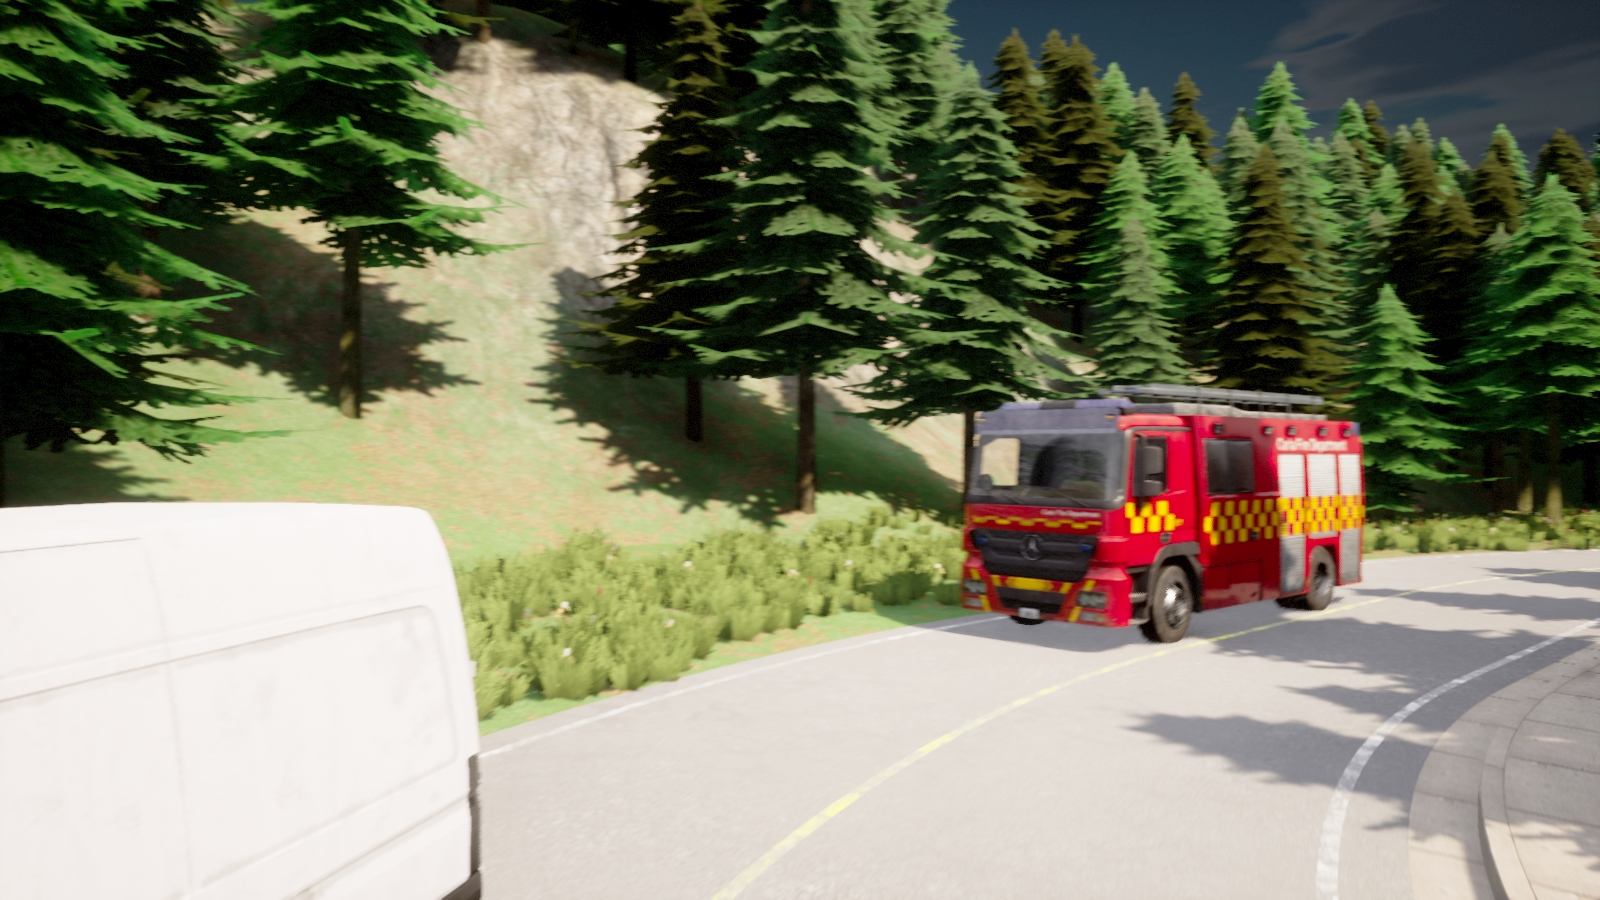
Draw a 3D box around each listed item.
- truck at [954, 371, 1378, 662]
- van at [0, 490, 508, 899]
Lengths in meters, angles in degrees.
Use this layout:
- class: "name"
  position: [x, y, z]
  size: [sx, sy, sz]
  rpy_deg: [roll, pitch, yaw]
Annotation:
- class: "truck"
  position: [6.415, 0.885, 18.989]
  size: [8.468, 3.827, 2.891]
  rpy_deg: [0, 0, -42]
- class: "van"
  position: [-3.204, 1.502, 3.121]
  size: [1.988, 2.561, 5.915]
  rpy_deg: [0, 0, 15]
